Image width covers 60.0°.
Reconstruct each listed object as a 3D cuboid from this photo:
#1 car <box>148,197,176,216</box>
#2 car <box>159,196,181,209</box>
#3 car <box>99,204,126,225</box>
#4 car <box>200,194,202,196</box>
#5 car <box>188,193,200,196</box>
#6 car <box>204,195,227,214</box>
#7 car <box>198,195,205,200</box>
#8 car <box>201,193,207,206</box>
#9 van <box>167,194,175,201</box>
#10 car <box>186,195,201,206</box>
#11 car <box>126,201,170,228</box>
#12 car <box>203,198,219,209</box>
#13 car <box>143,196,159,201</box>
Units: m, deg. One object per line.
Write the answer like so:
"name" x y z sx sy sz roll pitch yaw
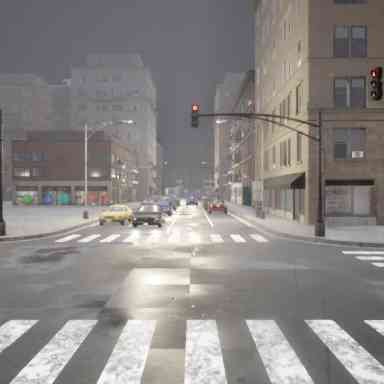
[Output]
"car" -2.839 1.527 32.052 1.812 1.442 4.674 0 0 0
"car" -2.789 1.550 41.788 2.033 1.411 5.357 0 0 1
"car" -5.388 1.526 23.920 1.752 1.417 4.829 0 0 0
"car" 2.635 1.556 69.386 2.008 1.369 4.403 0 0 0
"car" -0.003 1.226 64.208 2.150 2.045 5.566 0 0 0
"car" 2.636 1.442 35.414 1.967 1.590 4.097 0 0 0
"car" 2.634 1.575 92.033 1.947 1.339 4.313 0 0 0
"car" 2.636 1.317 41.076 2.192 1.841 5.009 0 0 0
"van" -5.391 1.349 86.371 1.690 1.788 3.998 0 0 0
"car" -0.002 1.604 53.906 1.895 1.301 4.718 0 0 0
"car" -2.835 1.548 22.747 2.033 1.411 5.357 0 0 -1
"car" 2.636 1.568 46.738 1.947 1.339 4.313 0 0 0
"car" -5.389 1.553 41.076 2.008 1.369 4.403 0 0 0
